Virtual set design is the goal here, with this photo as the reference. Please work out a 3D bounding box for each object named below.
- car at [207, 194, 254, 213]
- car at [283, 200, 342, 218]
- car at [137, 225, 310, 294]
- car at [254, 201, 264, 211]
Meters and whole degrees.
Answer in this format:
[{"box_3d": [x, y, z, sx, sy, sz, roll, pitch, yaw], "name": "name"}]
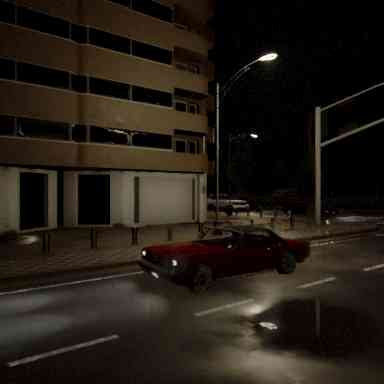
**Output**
[{"box_3d": [4.105, 1.277, 38.828, 2.150, 2.045, 5.566, 0, 0, -36], "name": "car"}, {"box_3d": [10.512, 1.560, 29.958, 1.837, 1.490, 4.892, 0, 0, -36], "name": "car"}, {"box_3d": [0.977, 1.601, 8.927, 4.718, 1.301, 1.895, 0, 0, -35], "name": "car"}, {"box_3d": [6.682, 1.561, 41.239, 1.837, 1.490, 4.892, 0, 0, -36], "name": "car"}]
